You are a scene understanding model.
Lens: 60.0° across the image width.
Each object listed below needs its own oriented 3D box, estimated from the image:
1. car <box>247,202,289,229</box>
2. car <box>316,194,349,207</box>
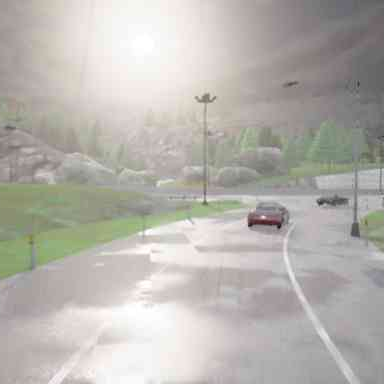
[{"bbox_3d":[4.695,1.309,20.167,1.994,1.385,4.181,1,2,22],"label":"car"},{"bbox_3d":[15.393,0.873,36.214,1.895,1.301,4.718,2,3,44],"label":"car"}]
